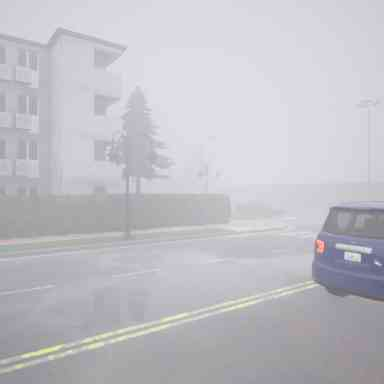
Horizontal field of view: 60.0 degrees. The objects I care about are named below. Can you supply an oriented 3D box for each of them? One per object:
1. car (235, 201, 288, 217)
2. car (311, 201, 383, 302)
[{"bbox_3d":[6.389,1.537,31.389,2.033,1.411,5.357,0,0,-36],"label":"car"},{"bbox_3d":[4.985,1.224,7.349,5.566,2.045,2.150,0,0,-35],"label":"car"}]
